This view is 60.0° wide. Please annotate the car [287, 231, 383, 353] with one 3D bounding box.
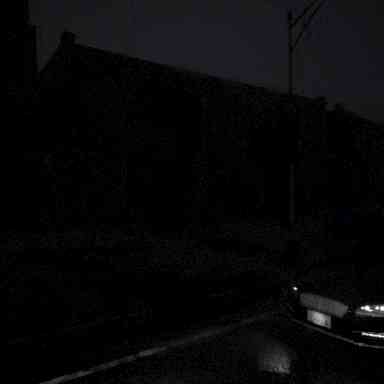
[{"bbox_3d":[3.764,1.500,6.046,4.902,1.511,2.128,0,0,-35],"label":"car"}]
